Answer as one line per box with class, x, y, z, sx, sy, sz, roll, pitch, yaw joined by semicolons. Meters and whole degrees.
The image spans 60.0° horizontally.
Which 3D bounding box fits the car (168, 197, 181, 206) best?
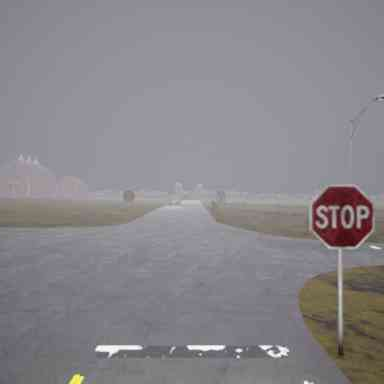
car;-2.727;1.492;52.754;2.128;1.511;4.902;0;0;0
